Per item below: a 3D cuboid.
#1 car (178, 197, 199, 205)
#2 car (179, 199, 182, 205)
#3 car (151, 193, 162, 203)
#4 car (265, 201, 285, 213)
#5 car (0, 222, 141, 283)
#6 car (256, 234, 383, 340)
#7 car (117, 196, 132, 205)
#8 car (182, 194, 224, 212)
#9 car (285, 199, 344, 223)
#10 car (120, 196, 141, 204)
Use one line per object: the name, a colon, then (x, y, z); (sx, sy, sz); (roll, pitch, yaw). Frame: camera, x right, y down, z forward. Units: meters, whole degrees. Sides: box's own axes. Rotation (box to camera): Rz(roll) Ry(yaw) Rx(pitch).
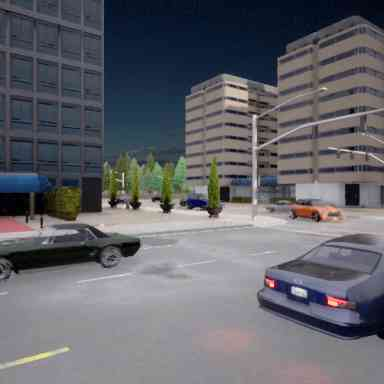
car: (-0.732, 1.562, 61.828); (1.994, 1.385, 4.181); (0, 0, -34)
car: (0.217, 1.599, 47.956); (1.895, 1.301, 4.718); (0, 0, -35)
car: (-6.459, 1.221, 69.951); (2.150, 2.045, 5.566); (0, 0, -35)
car: (9.946, 1.599, 34.232); (1.895, 1.301, 4.718); (0, 0, -36)
car: (-3.992, 1.601, 9.710); (4.718, 1.301, 1.895); (0, 0, -35)
car: (3.659, 1.547, 6.438); (5.357, 1.411, 2.033); (0, 0, -35)
car: (-11.742, 1.506, 58.972); (1.837, 1.490, 4.892); (0, -1, -35)
car: (1.495, 1.220, 40.043); (2.150, 2.045, 5.566); (0, 0, -35)
car: (9.656, 1.350, 25.966); (2.097, 1.767, 4.553); (0, 0, -16)
car: (-12.249, 1.492, 65.880); (2.128, 1.511, 4.902); (0, 0, -35)
